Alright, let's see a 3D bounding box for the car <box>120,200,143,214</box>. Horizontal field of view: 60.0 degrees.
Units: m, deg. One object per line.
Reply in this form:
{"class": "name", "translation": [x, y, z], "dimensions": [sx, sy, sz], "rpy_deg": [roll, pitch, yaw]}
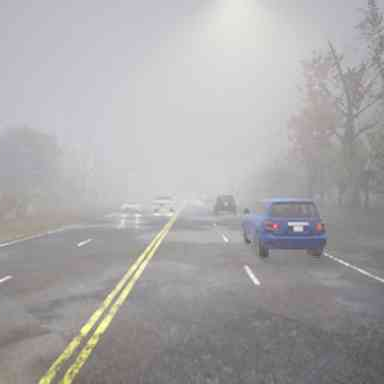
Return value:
{"class": "car", "translation": [-6.583, 1.617, 36.863], "dimensions": [1.812, 1.442, 4.674], "rpy_deg": [0, 0, 0]}

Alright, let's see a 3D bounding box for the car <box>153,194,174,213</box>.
{"class": "car", "translation": [-3.328, 1.319, 39.478], "dimensions": [2.150, 2.045, 5.566], "rpy_deg": [0, 0, 0]}

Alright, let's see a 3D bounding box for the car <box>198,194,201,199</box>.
{"class": "car", "translation": [3.230, 1.499, 86.106], "dimensions": [2.097, 1.767, 4.553], "rpy_deg": [0, 0, 0]}

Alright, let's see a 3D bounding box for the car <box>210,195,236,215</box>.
{"class": "car", "translation": [3.374, 1.305, 35.319], "dimensions": [2.150, 2.045, 5.566], "rpy_deg": [0, 0, 1]}

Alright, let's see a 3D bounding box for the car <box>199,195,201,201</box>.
{"class": "car", "translation": [3.262, 1.748, 75.164], "dimensions": [1.895, 1.301, 4.718], "rpy_deg": [0, 0, 0]}

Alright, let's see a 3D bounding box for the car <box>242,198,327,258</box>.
{"class": "car", "translation": [3.362, 1.252, 13.110], "dimensions": [2.150, 2.045, 5.566], "rpy_deg": [0, 0, 1]}

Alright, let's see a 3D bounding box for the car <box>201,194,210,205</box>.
{"class": "car", "translation": [3.271, 1.628, 64.115], "dimensions": [2.128, 1.511, 4.902], "rpy_deg": [0, 0, 0]}

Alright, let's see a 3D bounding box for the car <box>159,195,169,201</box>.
{"class": "car", "translation": [-6.498, 1.373, 77.517], "dimensions": [2.128, 1.511, 4.902], "rpy_deg": [0, 0, 0]}
